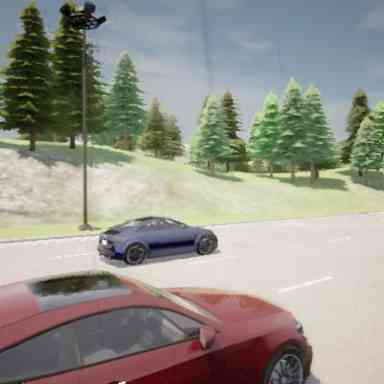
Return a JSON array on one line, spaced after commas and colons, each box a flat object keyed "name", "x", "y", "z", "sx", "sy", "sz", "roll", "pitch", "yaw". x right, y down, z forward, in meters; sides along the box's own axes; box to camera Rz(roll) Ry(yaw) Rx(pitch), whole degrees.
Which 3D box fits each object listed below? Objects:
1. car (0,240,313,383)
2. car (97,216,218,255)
[{"name": "car", "x": -0.840, "y": 1.520, "z": 3.147, "sx": 4.674, "sy": 1.442, "sz": 1.812, "roll": 0, "pitch": 0, "yaw": -36}, {"name": "car", "x": -1.103, "y": 1.531, "z": 11.560, "sx": 4.181, "sy": 1.385, "sz": 1.994, "roll": 0, "pitch": 0, "yaw": -36}]
